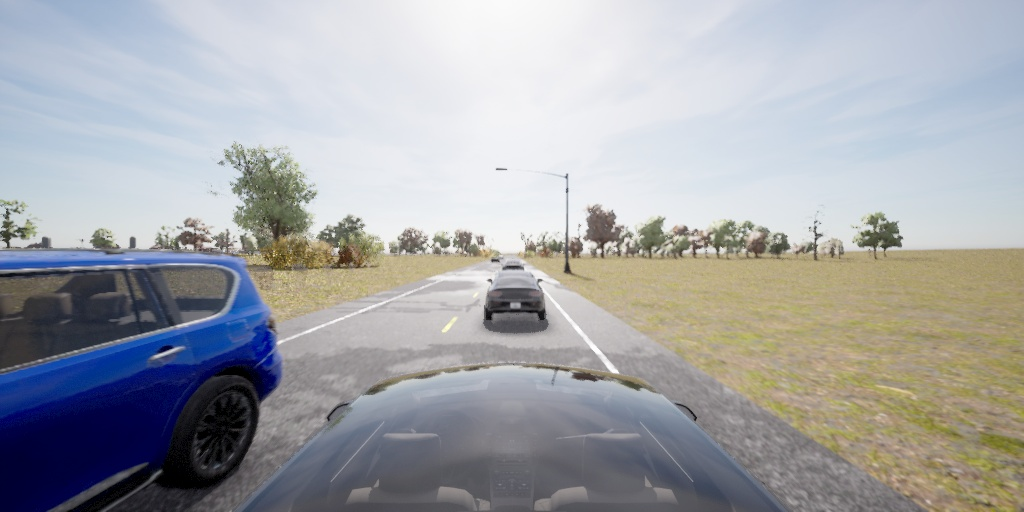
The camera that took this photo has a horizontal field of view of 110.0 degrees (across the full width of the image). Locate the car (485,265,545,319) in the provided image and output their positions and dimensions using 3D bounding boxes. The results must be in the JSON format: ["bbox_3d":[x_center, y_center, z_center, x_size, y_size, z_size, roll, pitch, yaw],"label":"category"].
[{"bbox_3d":[0.099,1.198,12.322,1.812,1.442,4.674,0,0,0],"label":"car"}]

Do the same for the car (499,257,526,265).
[{"bbox_3d":[0.097,1.045,30.458,1.837,1.490,4.892,0,0,0],"label":"car"}]

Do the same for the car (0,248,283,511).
[{"bbox_3d":[-3.601,0.972,1.652,2.150,2.045,5.566,0,0,0],"label":"car"}]
